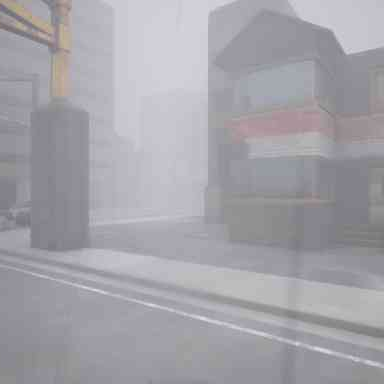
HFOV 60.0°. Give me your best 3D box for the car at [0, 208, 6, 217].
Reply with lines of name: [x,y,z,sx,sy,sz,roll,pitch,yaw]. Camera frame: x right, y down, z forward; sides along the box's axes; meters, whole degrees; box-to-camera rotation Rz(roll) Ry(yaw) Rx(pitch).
car: [-12.899,1.295,25.453,4.536,1.218,1.853,0,0,-30]

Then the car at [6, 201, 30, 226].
car: [-9.742,1.453,22.753,2.038,1.542,4.974,0,0,15]

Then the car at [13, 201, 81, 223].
car: [-9.728,1.295,22.803,1.853,1.218,4.536,0,0,15]
